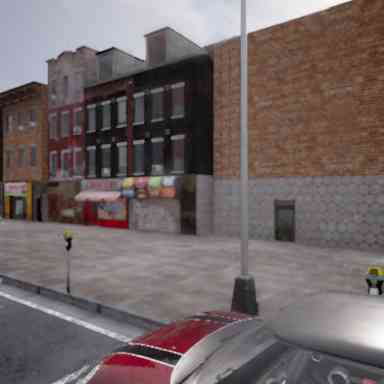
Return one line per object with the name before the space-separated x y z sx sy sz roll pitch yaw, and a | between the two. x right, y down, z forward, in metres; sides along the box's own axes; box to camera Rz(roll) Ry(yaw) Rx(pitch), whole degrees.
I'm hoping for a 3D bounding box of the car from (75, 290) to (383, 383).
car | 0.953 1.438 2.140 4.097 1.590 1.967 0 0 35
